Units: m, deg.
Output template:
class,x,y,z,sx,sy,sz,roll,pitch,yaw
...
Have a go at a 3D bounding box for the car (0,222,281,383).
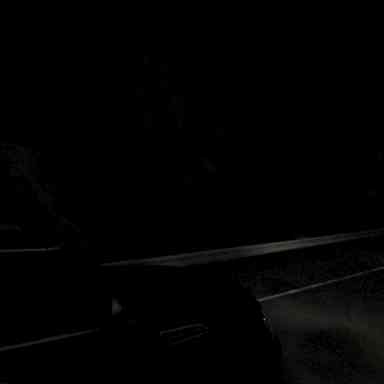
class,x,y,z,sx,sy,sz,roll,pitch,yaw
car,-1.780,1.219,2.477,5.566,2.045,2.150,1,0,-35
